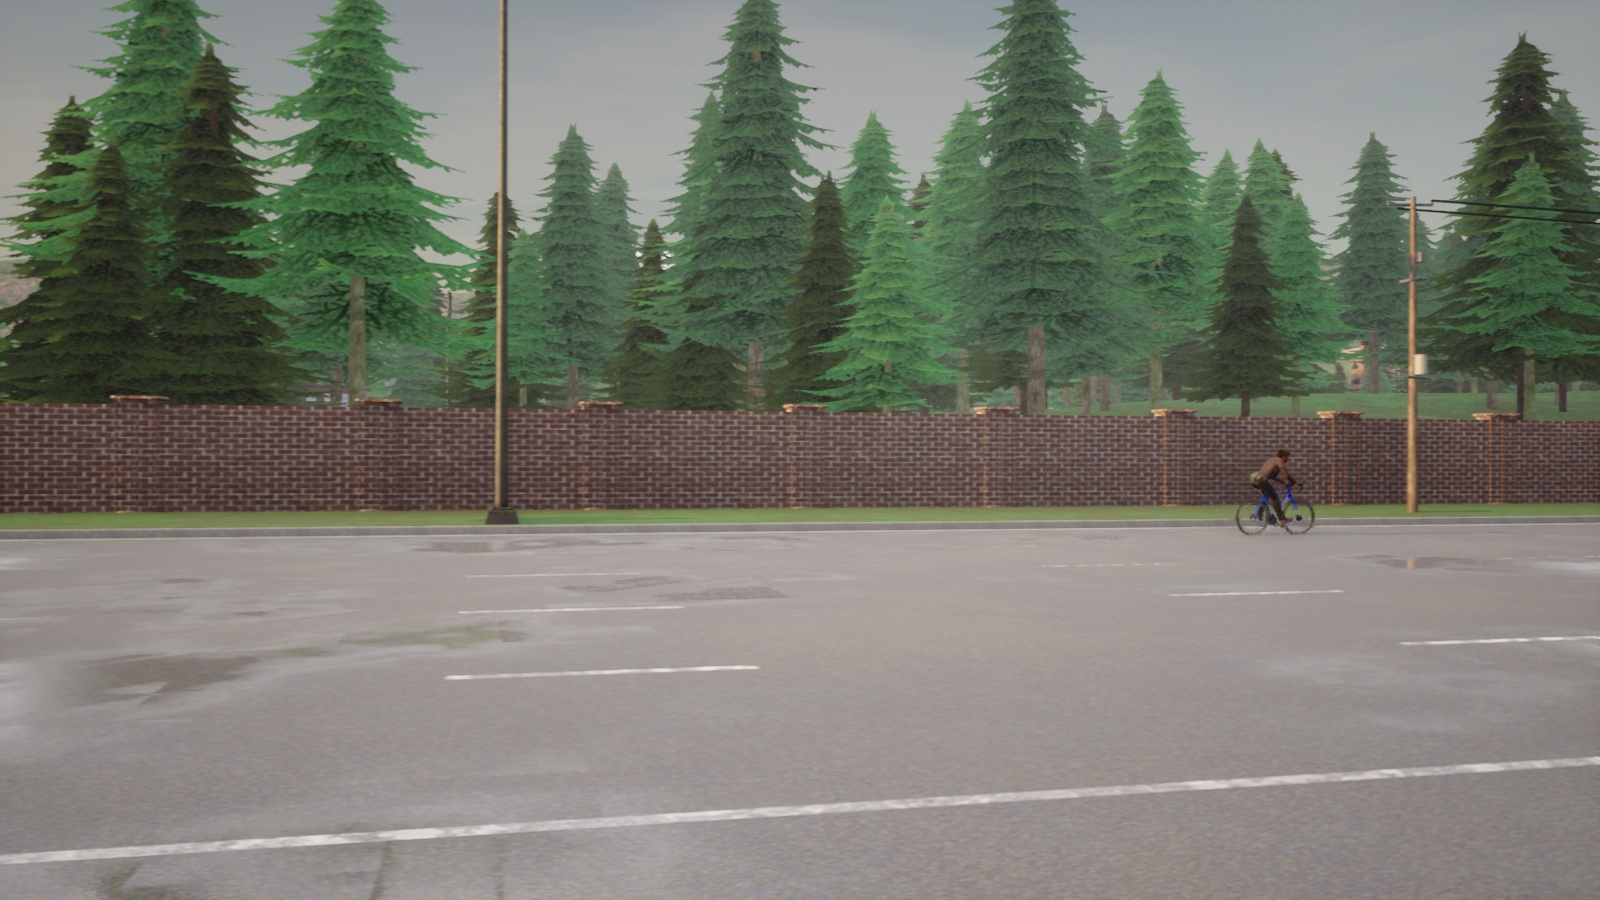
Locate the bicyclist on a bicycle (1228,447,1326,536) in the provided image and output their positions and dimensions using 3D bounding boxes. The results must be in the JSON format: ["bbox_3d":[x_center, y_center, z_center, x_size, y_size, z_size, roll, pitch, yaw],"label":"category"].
[{"bbox_3d":[8.909,0.766,23.471,1.656,1.620,0.582,0,0,-13],"label":"bicyclist on a bicycle"}]
